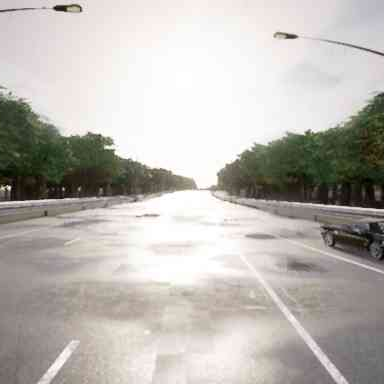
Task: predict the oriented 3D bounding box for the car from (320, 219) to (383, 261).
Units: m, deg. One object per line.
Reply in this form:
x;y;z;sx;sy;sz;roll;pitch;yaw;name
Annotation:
6.817;1.668;12.545;1.895;1.301;4.718;1;0;-8;car
